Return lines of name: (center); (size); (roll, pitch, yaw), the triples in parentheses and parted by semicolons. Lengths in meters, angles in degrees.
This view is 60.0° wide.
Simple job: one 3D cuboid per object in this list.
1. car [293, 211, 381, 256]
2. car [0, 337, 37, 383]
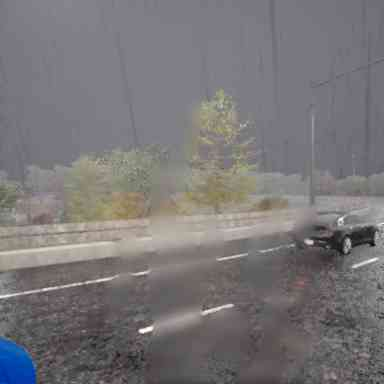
car: (5.991, 1.542, 13.518); (4.892, 1.490, 1.837); (0, 0, -42)
car: (-3.401, 1.502, 1.470); (5.008, 1.535, 1.882); (0, 0, -34)
